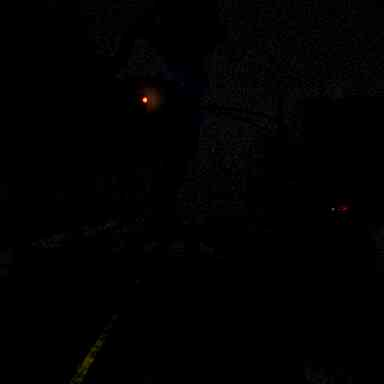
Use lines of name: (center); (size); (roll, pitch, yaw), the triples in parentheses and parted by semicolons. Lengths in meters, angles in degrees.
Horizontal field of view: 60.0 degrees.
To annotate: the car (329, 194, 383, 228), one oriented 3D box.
car: (11.427, 1.119, 20.636); (5.566, 2.045, 2.150); (0, -1, 0)
